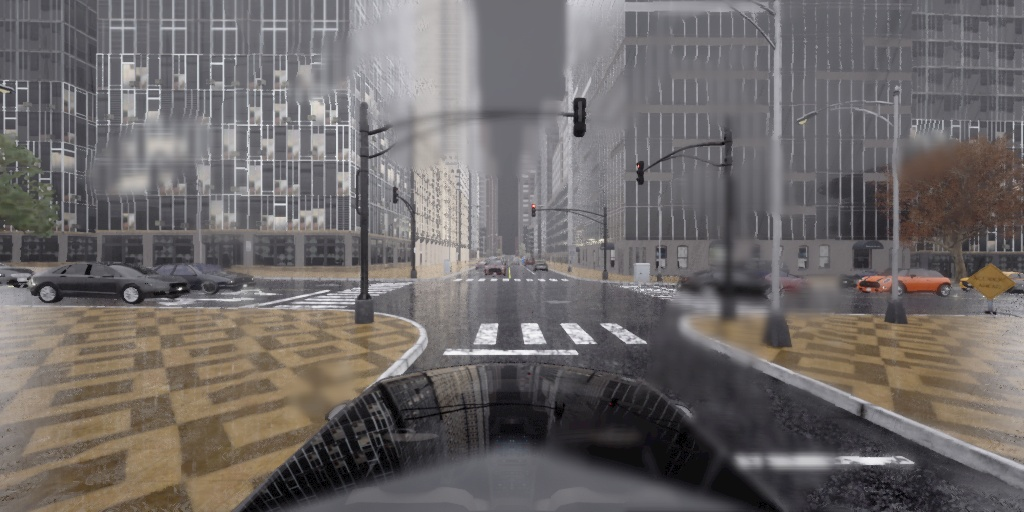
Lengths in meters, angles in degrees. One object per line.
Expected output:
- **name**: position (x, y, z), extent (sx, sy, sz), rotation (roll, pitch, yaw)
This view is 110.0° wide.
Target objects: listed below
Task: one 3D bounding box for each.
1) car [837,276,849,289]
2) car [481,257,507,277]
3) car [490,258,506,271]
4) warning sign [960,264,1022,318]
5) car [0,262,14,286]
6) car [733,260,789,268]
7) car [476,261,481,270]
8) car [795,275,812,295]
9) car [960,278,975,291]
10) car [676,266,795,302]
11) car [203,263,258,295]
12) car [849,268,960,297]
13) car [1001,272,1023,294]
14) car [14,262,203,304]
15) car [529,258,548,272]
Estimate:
- **car**: position (26.289, 1.813, 26.095), extent (4.181, 1.385, 1.994), rotation (1, 0, -3)
- **car**: position (-1.676, 1.120, 36.453), extent (2.097, 1.767, 4.553), rotation (0, 0, -1)
- **car**: position (-1.831, 1.115, 49.853), extent (2.097, 1.767, 4.553), rotation (0, 0, -1)
- **warning sign**: position (17.213, 1.204, 12.901), extent (1.060, 1.860, 1.300), rotation (0, 0, -3)
- **car**: position (-25.374, 0.802, 16.683), extent (4.902, 1.511, 2.128), rotation (1, 0, -3)
- **car**: position (16.900, 1.303, 25.601), extent (5.566, 2.045, 2.150), rotation (1, 0, -3)
- **car**: position (-4.322, 1.342, 52.068), extent (1.802, 1.307, 4.207), rotation (0, 0, -1)
- **car**: position (16.087, 1.631, 22.304), extent (4.181, 1.385, 1.994), rotation (1, 0, -3)
- **car**: position (36.318, 1.906, 26.608), extent (5.008, 1.535, 1.882), rotation (1, 0, -3)
- **car**: position (11.251, 1.458, 18.623), extent (5.008, 1.535, 1.882), rotation (1, 1, 2)
- **car**: position (-15.440, 1.040, 17.233), extent (5.357, 1.411, 2.033), rotation (1, 0, 0)
- **car**: position (24.781, 1.574, 22.757), extent (4.553, 1.767, 2.097), rotation (1, 0, -3)
- **car**: position (33.779, 1.948, 23.221), extent (4.181, 1.385, 1.994), rotation (1, 0, -2)
- **car**: position (-15.427, 0.998, 13.945), extent (4.892, 1.490, 1.837), rotation (1, 0, -3)
- **car**: position (3.663, 1.329, 46.623), extent (1.948, 1.339, 4.313), rotation (0, 0, -1)
